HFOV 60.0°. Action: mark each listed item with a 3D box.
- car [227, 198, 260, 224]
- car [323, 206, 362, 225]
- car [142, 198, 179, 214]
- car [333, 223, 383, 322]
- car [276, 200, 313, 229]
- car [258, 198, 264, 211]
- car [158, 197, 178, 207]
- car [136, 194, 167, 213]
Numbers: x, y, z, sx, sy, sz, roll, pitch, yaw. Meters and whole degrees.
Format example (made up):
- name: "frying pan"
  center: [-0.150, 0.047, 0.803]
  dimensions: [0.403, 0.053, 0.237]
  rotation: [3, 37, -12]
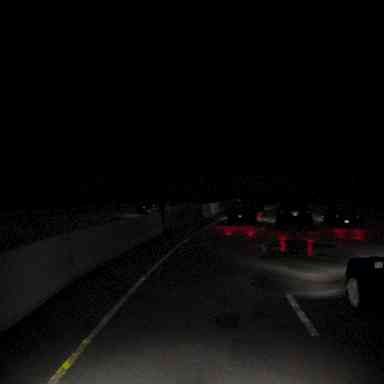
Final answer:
- name: "car"
  center: [3.827, 1.507, 25.025]
  dimensions: [1.882, 1.535, 5.008]
  rotation: [0, 0, 13]
- name: "car"
  center: [10.791, 1.652, 24.177]
  dimensions: [1.895, 1.301, 4.718]
  rotation: [0, 0, 14]
- name: "car"
  center: [-2.476, 1.538, 29.659]
  dimensions: [1.812, 1.442, 4.674]
  rotation: [0, 0, 14]
- name: "car"
  center: [3.894, 1.493, 4.627]
  dimensions: [1.882, 1.535, 5.008]
  rotation: [0, 0, 3]
- name: "car"
  center: [6.797, 1.389, 22.404]
  dimensions: [2.097, 1.767, 4.553]
  rotation: [0, 0, 13]
- name: "car"
  center: [8.063, 1.545, 41.872]
  dimensions: [2.128, 1.511, 4.902]
  rotation: [0, 0, 14]
- name: "car"
  center: [-3.725, 1.588, 52.818]
  dimensions: [1.994, 1.385, 4.181]
  rotation: [0, 0, 15]
- name: "car"
  center: [-4.241, 1.232, 36.854]
  dimensions: [2.150, 2.045, 5.566]
  rotation: [0, 0, 15]
